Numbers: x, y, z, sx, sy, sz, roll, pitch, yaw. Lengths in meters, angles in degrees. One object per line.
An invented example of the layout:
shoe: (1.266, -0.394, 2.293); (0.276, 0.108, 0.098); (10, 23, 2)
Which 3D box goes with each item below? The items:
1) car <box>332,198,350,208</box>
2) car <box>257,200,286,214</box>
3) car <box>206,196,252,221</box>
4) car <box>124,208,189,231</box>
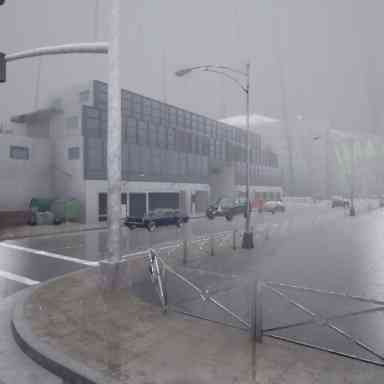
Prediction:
car: (22.774, 1.681, 50.861); (1.837, 1.490, 4.892); (0, 0, 36)
car: (9.243, 1.702, 38.229); (1.812, 1.442, 4.674); (0, 0, 36)
car: (3.467, 1.398, 30.157); (2.150, 2.045, 5.566); (0, 0, 36)
car: (-2.265, 1.777, 22.128); (1.895, 1.301, 4.718); (0, 0, 36)
